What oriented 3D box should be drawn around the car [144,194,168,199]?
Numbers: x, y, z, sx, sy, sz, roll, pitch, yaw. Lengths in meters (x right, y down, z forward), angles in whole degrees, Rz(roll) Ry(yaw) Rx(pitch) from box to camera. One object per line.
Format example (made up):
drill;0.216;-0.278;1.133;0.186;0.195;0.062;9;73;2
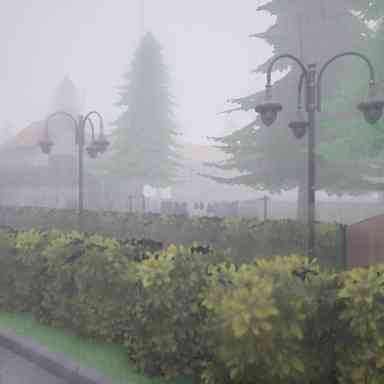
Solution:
car;-7.182;1.489;65.177;5.566;2.045;2.150;0;0;-44
